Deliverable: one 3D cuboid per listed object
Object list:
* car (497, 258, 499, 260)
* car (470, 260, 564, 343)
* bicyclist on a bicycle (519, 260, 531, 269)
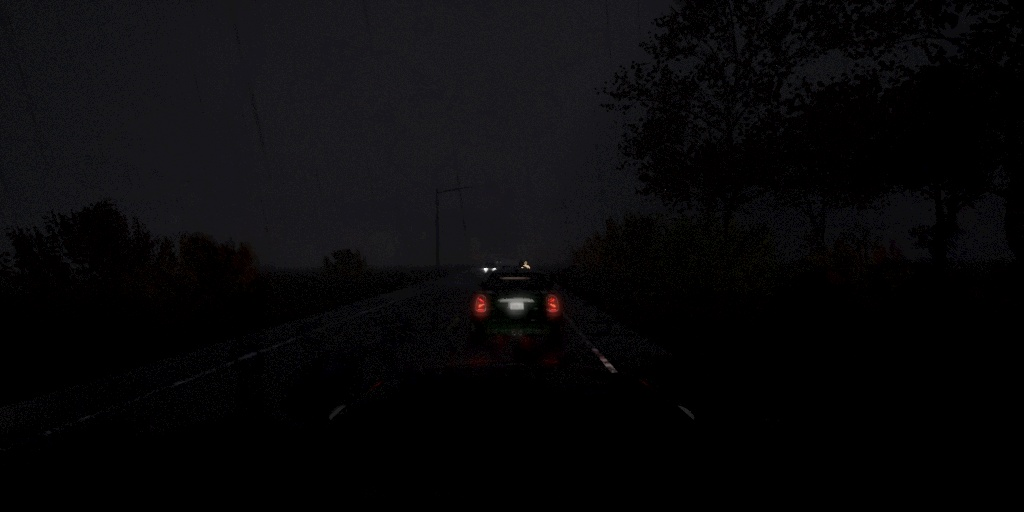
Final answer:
[{"bbox_3d":[-3.754,1.381,61.746,1.895,1.301,4.718,0,0,0],"label":"car"},{"bbox_3d":[0.114,1.105,9.840,2.097,1.767,4.553,0,0,0],"label":"car"},{"bbox_3d":[0.977,1.196,25.662,0.866,1.612,1.509,0,0,1],"label":"bicyclist on a bicycle"}]
